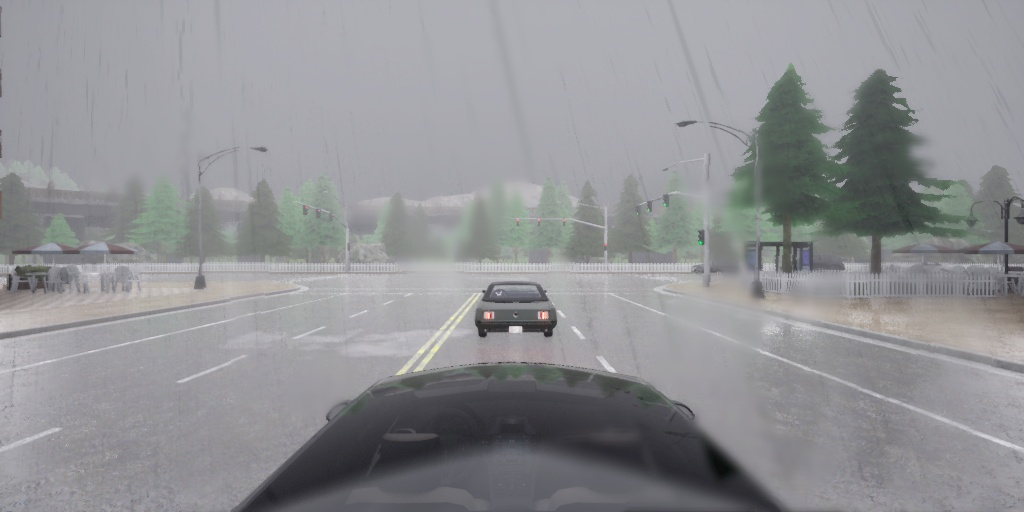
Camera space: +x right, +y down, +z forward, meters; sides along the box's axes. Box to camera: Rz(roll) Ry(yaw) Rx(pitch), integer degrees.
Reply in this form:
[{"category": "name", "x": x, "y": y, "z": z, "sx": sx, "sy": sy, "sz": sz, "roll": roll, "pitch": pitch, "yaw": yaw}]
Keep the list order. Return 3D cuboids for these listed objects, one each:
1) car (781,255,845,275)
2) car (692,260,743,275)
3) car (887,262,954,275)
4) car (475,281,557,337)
[{"category": "car", "x": 31.523, "y": 0.932, "z": 37.599, "sx": 5.566, "sy": 2.045, "sz": 2.150, "roll": 0, "pitch": 0, "yaw": 1}, {"category": "car", "x": 21.489, "y": 1.202, "z": 37.664, "sx": 4.902, "sy": 1.511, "sz": 2.128, "roll": 0, "pitch": 0, "yaw": 0}, {"category": "car", "x": 41.808, "y": 1.311, "z": 36.760, "sx": 4.718, "sy": 1.301, "sz": 1.895, "roll": 0, "pitch": 0, "yaw": 10}, {"category": "car", "x": 0.074, "y": 1.355, "z": 10.231, "sx": 1.895, "sy": 1.301, "sz": 4.718, "roll": 0, "pitch": 0, "yaw": 0}]
